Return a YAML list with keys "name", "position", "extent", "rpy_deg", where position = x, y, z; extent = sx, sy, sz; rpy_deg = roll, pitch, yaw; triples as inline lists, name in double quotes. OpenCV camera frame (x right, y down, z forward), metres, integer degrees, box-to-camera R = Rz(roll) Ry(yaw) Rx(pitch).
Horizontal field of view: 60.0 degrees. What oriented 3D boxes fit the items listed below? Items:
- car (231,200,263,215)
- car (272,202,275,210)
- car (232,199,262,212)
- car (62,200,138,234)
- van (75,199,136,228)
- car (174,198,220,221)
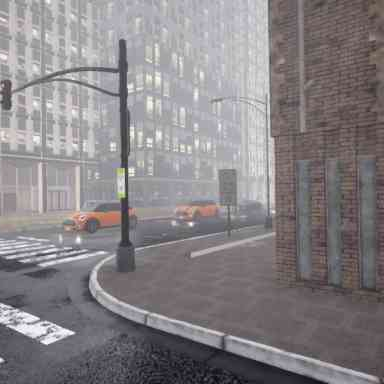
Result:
- name: "car"
  position: [5.912, 1.594, 35.598]
  extent: [2.128, 1.511, 4.902]
  rpy_deg: [-1, -1, 36]
- name: "car"
  position: [12.386, 1.475, 44.515]
  extent: [2.097, 1.767, 4.553]
  rpy_deg: [-1, -1, 36]
- name: "car"
  position: [6.896, 1.689, 41.407]
  extent: [1.752, 1.417, 4.829]
  rpy_deg: [-2, -1, 36]
- name: "car"
  position: [-5.426, 1.416, 19.935]
  extent: [2.097, 1.767, 4.553]
  rpy_deg: [-1, -1, 37]
- name: "van"
  position: [-5.989, 1.460, 23.534]
  extent: [1.690, 1.788, 3.998]
  rpy_deg: [-2, -1, 36]
- name: "car"
  position: [0.454, 1.435, 28.039]
  extent: [2.097, 1.767, 4.553]
  rpy_deg: [-1, -1, 36]
